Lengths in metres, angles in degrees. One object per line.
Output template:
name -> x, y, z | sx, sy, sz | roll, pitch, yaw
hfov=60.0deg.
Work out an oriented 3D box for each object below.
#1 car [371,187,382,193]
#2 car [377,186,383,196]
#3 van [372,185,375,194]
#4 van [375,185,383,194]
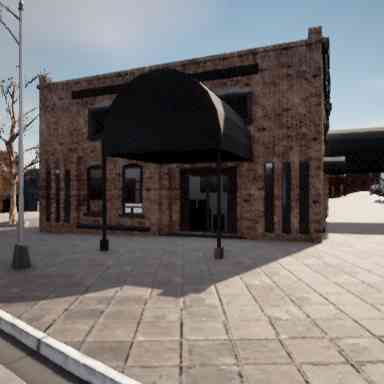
car -> 45.135, -0.407, 81.387 | 2.002, 1.452, 4.674 | 0, 1, 27
car -> 36.082, 0.104, 61.117 | 2.163, 1.488, 4.792 | 0, 2, 22
van -> 40.351, -0.451, 71.241 | 1.878, 1.987, 4.442 | 0, 1, 25
van -> 38.154, -0.307, 66.159 | 1.878, 1.987, 4.442 | 0, 1, 24
